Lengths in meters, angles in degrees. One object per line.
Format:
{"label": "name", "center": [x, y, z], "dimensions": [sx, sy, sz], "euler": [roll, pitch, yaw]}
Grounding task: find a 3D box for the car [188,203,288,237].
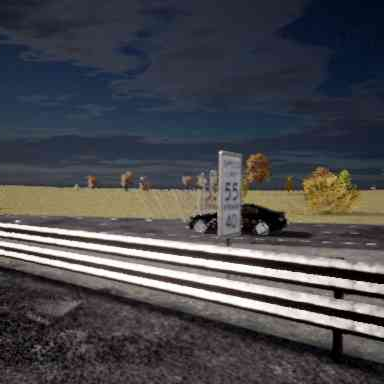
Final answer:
{"label": "car", "center": [2.251, 1.329, 16.910], "dimensions": [5.008, 1.535, 1.882], "euler": [-1, 0, 20]}
